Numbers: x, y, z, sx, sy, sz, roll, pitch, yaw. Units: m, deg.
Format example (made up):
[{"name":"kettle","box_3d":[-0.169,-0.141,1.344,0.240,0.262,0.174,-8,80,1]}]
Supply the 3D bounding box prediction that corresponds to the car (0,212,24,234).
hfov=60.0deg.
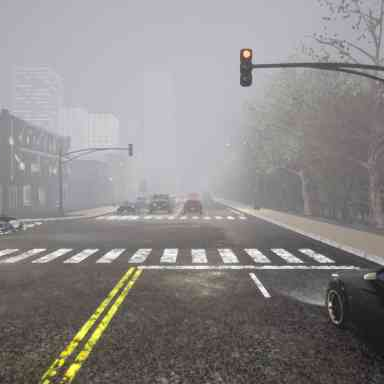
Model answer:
[{"name":"car","box_3d":[-11.506,1.582,17.924,4.902,1.511,2.128,-2,0,14]}]

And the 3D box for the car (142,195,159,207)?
[{"name":"car","box_3d":[-6.562,1.333,53.131,2.097,1.767,4.553,0,0,0]}]

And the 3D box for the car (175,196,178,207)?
[{"name":"car","box_3d":[-3.314,1.510,46.273,1.812,1.442,4.674,0,0,0]}]

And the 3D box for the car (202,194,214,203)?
[{"name":"car","box_3d":[3.384,1.576,66.911,1.895,1.301,4.718,0,0,0]}]

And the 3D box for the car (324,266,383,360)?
[{"name":"car","box_3d":[3.351,1.563,4.272,1.994,1.385,4.181,0,0,0]}]

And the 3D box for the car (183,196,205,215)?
[{"name":"car","box_3d":[0.107,1.467,34.508,1.882,1.535,5.008,0,0,1]}]

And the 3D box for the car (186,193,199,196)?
[{"name":"car","box_3d":[0.137,1.201,62.116,2.150,2.045,5.566,0,0,0]}]

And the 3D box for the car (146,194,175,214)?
[{"name":"car","box_3d":[-3.322,1.210,36.283,2.150,2.045,5.566,0,0,0]}]

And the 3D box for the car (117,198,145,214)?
[{"name":"car","box_3d":[-6.589,1.590,35.331,1.895,1.301,4.718,0,0,1]}]

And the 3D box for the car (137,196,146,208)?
[{"name":"car","box_3d":[-6.567,1.337,44.242,2.097,1.767,4.553,0,0,0]}]

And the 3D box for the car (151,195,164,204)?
[{"name":"car","box_3d":[-6.522,1.454,63.575,1.882,1.535,5.008,0,0,1]}]

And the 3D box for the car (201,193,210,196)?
[{"name":"car","box_3d":[3.289,1.194,76.891,2.150,2.045,5.566,0,0,0]}]
